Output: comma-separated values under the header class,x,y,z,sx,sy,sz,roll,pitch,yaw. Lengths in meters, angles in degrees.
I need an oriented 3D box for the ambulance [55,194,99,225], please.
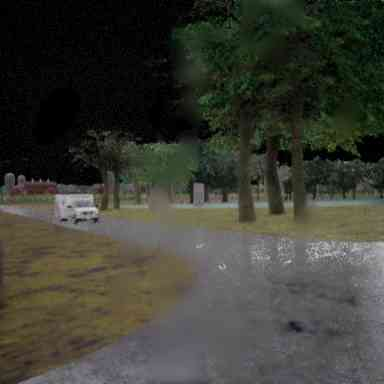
class,x,y,z,sx,sy,sz,roll,pitch,yaw
ambulance,-9.993,1.440,28.833,2.351,2.431,6.366,-1,-1,-35
